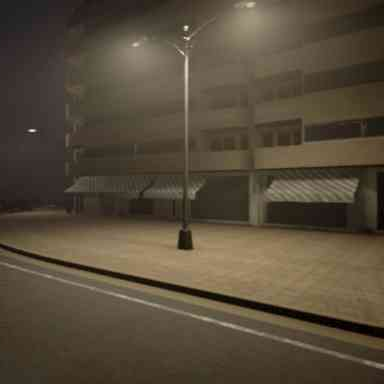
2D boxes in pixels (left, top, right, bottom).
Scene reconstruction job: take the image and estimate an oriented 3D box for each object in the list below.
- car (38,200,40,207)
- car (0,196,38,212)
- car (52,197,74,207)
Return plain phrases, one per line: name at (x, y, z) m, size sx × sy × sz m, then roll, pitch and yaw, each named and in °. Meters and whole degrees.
car at (-21.681, 1.280, 42.729) m, size 2.128 × 1.511 × 4.902 m, roll 0°, pitch 0°, yaw 14°
car at (-18.993, 1.297, 35.765) m, size 1.882 × 1.535 × 5.008 m, roll 0°, pitch 0°, yaw 2°
car at (-17.036, 1.395, 46.369) m, size 1.895 × 1.301 × 4.718 m, roll 0°, pitch 0°, yaw 21°
